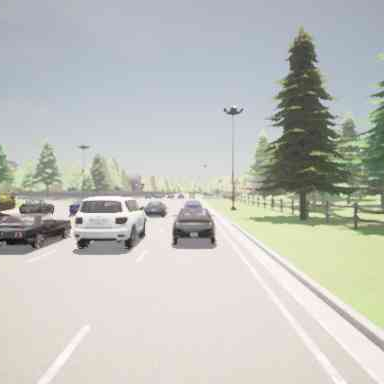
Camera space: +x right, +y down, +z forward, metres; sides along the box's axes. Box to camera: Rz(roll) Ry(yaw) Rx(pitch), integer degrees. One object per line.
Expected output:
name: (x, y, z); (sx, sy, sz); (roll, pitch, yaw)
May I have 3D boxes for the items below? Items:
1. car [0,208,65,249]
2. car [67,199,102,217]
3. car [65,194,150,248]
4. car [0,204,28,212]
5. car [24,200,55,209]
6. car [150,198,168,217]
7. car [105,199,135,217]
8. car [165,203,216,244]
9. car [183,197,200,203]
car: (-6.910, 1.601, 14.416); (1.895, 1.301, 4.718); (0, 0, 0)
car: (-10.408, 1.477, 32.589); (1.882, 1.535, 5.008); (0, 0, 0)
car: (-3.409, 1.222, 14.807); (2.150, 2.045, 5.566); (0, 0, 0)
car: (-10.418, 1.525, 16.664); (1.812, 1.442, 4.674); (0, 0, 0)
car: (-14.323, 1.491, 31.007); (2.128, 1.511, 4.902); (0, 0, -5)
car: (-3.410, 1.564, 31.584); (1.994, 1.385, 4.181); (0, 0, 0)
car: (-6.908, 1.477, 32.588); (1.882, 1.535, 5.008); (0, 0, 0)
car: (0.091, 1.491, 15.730); (2.128, 1.511, 4.902); (0, 0, 0)
car: (0.081, 1.526, 32.048); (1.812, 1.442, 4.674); (0, 0, 0)
